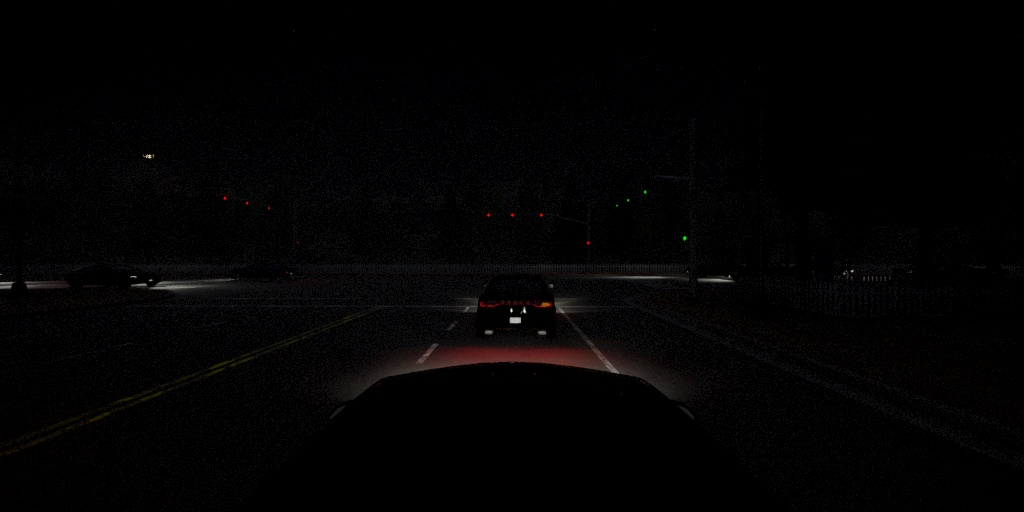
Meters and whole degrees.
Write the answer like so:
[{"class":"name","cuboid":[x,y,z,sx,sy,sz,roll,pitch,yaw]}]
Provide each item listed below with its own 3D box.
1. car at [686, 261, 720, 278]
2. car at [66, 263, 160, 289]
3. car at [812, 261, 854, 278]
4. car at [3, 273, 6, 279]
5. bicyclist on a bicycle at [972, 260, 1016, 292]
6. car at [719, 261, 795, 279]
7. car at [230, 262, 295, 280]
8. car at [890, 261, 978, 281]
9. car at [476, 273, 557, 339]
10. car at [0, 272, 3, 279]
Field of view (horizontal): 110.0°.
[{"class":"car","cuboid":[18.418,1.186,32.496,4.902,1.511,2.128,0,0,1]},{"class":"car","cuboid":[-24.448,1.220,22.009,4.674,1.442,1.812,0,0,1]},{"class":"car","cuboid":[27.749,1.186,32.317,4.902,1.511,2.128,0,0,2]},{"class":"car","cuboid":[-39.835,1.242,25.437,5.357,1.411,2.033,0,0,-3]},{"class":"bicyclist on a bicycle","cuboid":[22.822,0.995,17.020,0.582,1.620,1.656,0,0,0]},{"class":"car","cuboid":[20.236,1.242,29.018,5.357,1.411,2.033,0,0,-1]},{"class":"car","cuboid":[-20.282,1.220,29.255,4.674,1.442,1.812,0,0,0]},{"class":"car","cuboid":[33.350,1.172,28.567,5.008,1.535,1.882,0,0,5]},{"class":"car","cuboid":[0.174,1.228,10.159,1.882,1.535,5.008,0,0,2]},{"class":"car","cuboid":[-35.193,1.201,22.023,4.892,1.490,1.837,0,0,-1]}]
